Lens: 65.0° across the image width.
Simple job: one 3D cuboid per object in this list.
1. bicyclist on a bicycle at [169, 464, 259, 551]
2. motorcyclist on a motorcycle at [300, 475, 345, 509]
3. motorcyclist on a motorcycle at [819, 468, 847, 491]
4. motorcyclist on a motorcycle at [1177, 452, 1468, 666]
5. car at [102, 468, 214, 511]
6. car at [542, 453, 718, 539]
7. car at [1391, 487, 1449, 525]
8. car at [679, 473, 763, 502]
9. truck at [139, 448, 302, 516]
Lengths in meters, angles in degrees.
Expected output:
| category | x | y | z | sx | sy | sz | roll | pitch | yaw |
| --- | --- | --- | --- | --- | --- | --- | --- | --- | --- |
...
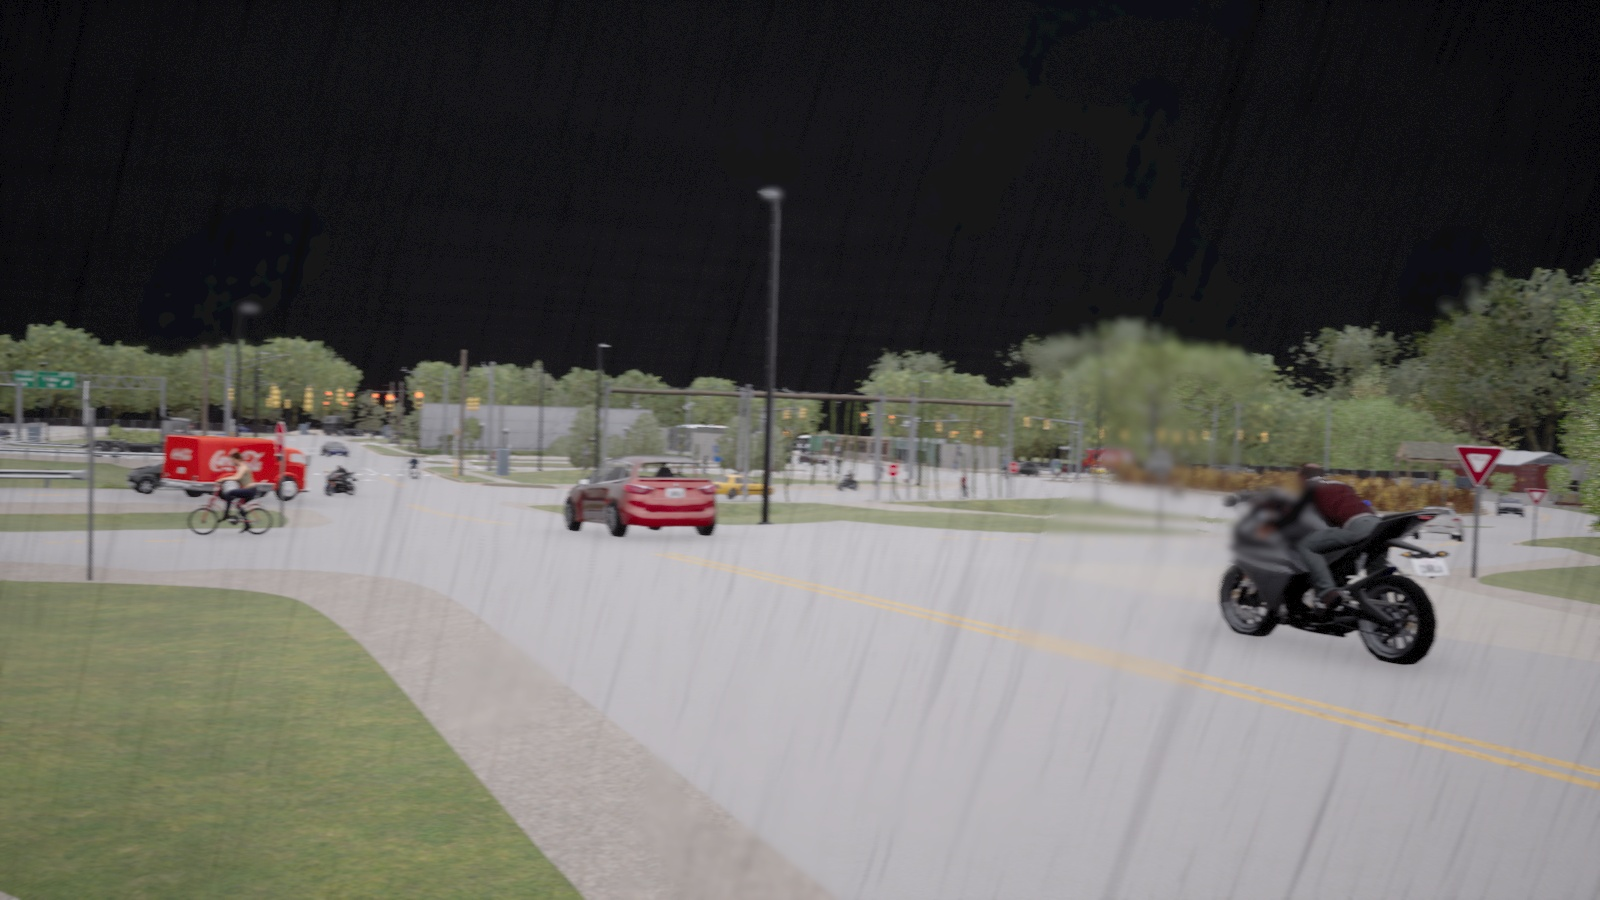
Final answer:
| category | x | y | z | sx | sy | sz | roll | pitch | yaw |
| --- | --- | --- | --- | --- | --- | --- | --- | --- | --- |
| bicyclist on a bicycle | -11.221 | 1.083 | 24.088 | 1.509 | 1.612 | 0.866 | 0 | -1 | -21 |
| motorcyclist on a motorcycle | -22.560 | 1.960 | 59.433 | 0.866 | 1.530 | 2.191 | 0 | 0 | 15 |
| motorcyclist on a motorcycle | 2.465 | 2.208 | 93.762 | 0.766 | 1.649 | 2.350 | 3 | 2 | 41 |
| motorcyclist on a motorcycle | 4.128 | 0.792 | 10.164 | 0.866 | 1.530 | 2.191 | 0 | 0 | -23 |
| car | -25.674 | 1.579 | 50.268 | 3.705 | 1.549 | 1.789 | 3 | 0 | -36 |
| car | -3.749 | 0.961 | 26.846 | 2.242 | 1.667 | 4.611 | 0 | -2 | -28 |
| car | 30.316 | 2.724 | 61.538 | 2.152 | 1.651 | 5.027 | 1 | 0 | 22 |
| car | -4.777 | 2.256 | 76.796 | 1.801 | 1.575 | 5.366 | 3 | 1 | 41 |
| truck | -22.786 | 1.232 | 49.604 | 2.627 | 2.467 | 5.204 | 2 | 0 | 31 |
